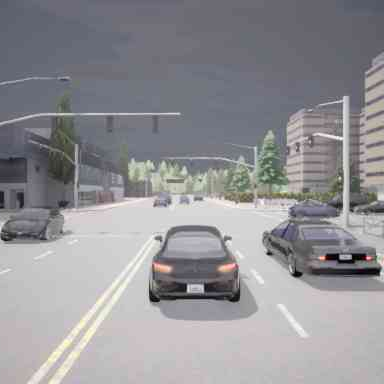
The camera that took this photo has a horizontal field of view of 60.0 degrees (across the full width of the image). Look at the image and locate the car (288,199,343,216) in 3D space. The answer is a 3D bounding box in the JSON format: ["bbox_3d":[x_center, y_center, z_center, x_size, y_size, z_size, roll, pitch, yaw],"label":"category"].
[{"bbox_3d":[10.378,1.562,28.488,4.181,1.385,1.994,0,0,-2],"label":"car"}]

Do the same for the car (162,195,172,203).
[{"bbox_3d":[-5.216,1.497,70.132,1.837,1.490,4.892,0,0,-1],"label":"car"}]

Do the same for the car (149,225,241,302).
[{"bbox_3d":[0.036,1.525,8.120,1.812,1.442,4.674,0,0,-1],"label":"car"}]

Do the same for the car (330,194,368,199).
[{"bbox_3d":[16.286,1.221,35.903,5.566,2.045,2.150,0,0,-2],"label":"car"}]

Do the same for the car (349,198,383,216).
[{"bbox_3d":[18.222,1.524,32.435,4.674,1.442,1.812,0,0,-2],"label":"car"}]

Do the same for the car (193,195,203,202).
[{"bbox_3d":[1.569,1.474,78.609,1.882,1.535,5.008,0,0,-1],"label":"car"}]

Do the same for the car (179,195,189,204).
[{"bbox_3d":[-1.471,1.544,64.863,2.033,1.411,5.357,0,0,-1],"label":"car"}]

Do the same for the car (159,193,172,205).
[{"bbox_3d":[-5.017,1.219,59.772,2.150,2.045,5.566,0,0,-1],"label":"car"}]

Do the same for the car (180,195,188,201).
[{"bbox_3d":[-2.190,1.549,88.593,1.994,1.385,4.181,0,0,-1],"label":"car"}]

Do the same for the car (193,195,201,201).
[{"bbox_3d":[1.307,1.496,88.747,1.837,1.490,4.892,0,0,-1],"label":"car"}]

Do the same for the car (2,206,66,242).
[{"bbox_3d":[-7.636,1.504,16.513,1.837,1.490,4.892,2,0,-8],"label":"car"}]

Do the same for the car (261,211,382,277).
[{"bbox_3d":[3.533,1.547,10.177,2.033,1.411,5.357,0,0,0],"label":"car"}]

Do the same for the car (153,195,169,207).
[{"bbox_3d":[-4.780,1.523,50.346,1.812,1.442,4.674,0,0,-2],"label":"car"}]
